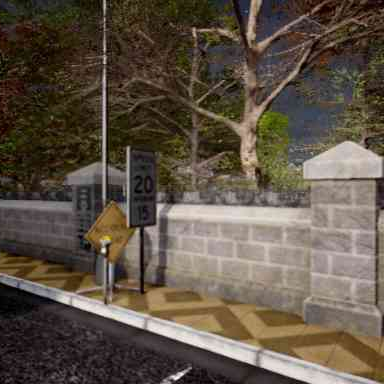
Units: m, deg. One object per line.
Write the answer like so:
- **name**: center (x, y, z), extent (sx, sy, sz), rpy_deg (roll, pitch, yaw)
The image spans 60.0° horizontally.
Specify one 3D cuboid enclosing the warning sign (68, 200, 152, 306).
- **warning sign**: center (-1.650, 1.113, 6.810), extent (1.060, 1.860, 1.300), rpy_deg (0, 0, 35)
